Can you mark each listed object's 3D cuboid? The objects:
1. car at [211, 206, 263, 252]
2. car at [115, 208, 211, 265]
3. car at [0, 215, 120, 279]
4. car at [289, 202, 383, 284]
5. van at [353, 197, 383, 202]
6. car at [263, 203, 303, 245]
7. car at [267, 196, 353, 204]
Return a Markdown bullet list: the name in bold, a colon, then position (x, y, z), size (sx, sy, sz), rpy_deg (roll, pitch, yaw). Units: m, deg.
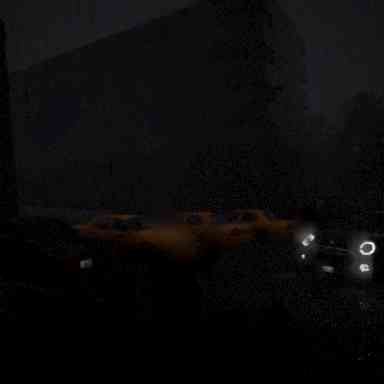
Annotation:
- **car**: position (-0.078, 1.467, 13.740), size (5.366, 1.575, 1.946), rpy_deg (-1, 0, 34)
- **car**: position (-2.205, 1.468, 11.790), size (5.366, 1.575, 1.946), rpy_deg (-1, -1, 35)
- **car**: position (-4.763, 1.517, 10.139), size (4.792, 1.488, 2.163), rpy_deg (-1, -1, 35)
- **car**: position (5.186, 1.318, 9.558), size (4.553, 1.767, 2.097), rpy_deg (0, 0, -36)
- **van**: position (9.695, 1.278, 20.695), size (4.442, 1.987, 1.878), rpy_deg (-1, -1, 34)
- **car**: position (2.352, 1.466, 15.487), size (5.366, 1.575, 1.946), rpy_deg (-1, -1, 34)
- **car**: position (4.910, 1.222, 17.143), size (5.566, 2.045, 2.435), rpy_deg (-1, -1, 34)
